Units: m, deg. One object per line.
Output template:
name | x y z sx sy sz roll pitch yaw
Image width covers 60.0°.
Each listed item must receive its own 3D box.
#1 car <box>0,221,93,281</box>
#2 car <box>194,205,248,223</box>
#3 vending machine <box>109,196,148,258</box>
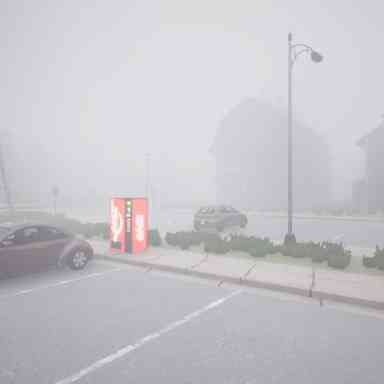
car | -4.678 1.521 8.913 1.784 1.438 3.905 0 0 36
car | 1.793 1.506 20.096 1.816 1.474 4.193 0 0 36
vending machine | -2.267 1.195 11.933 0.880 2.100 1.100 0 0 35
